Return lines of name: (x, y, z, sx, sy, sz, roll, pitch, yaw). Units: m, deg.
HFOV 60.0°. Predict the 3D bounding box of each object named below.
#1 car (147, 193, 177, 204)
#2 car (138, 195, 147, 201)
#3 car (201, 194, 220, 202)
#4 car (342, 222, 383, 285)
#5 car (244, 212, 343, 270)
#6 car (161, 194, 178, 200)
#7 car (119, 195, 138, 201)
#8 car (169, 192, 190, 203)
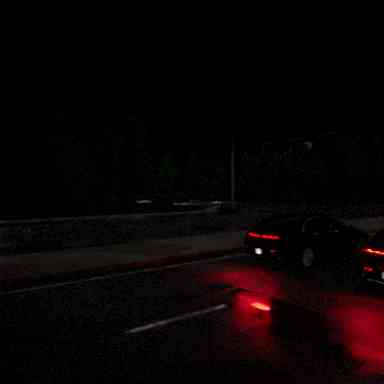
car: (-5.330, 1.296, 59.161, 2.033, 1.411, 5.357, -1, 0, -34)
car: (-11.404, 1.311, 74.034, 1.895, 1.301, 4.718, -1, 0, -35)
car: (3.572, 1.186, 64.808, 1.812, 1.442, 4.674, -1, 0, -35)
car: (5.911, 1.425, 8.008, 4.892, 1.490, 1.837, 0, 0, -35)
car: (3.880, 1.425, 10.858, 4.892, 1.490, 1.837, 0, 0, -35)
car: (-5.320, 1.208, 77.548, 1.994, 1.385, 4.181, -1, 0, -35)
car: (-14.105, 1.336, 71.789, 1.895, 1.301, 4.718, -1, 0, -35)
car: (-2.536, 0.940, 61.283, 2.150, 2.045, 5.566, -1, 1, -34)
